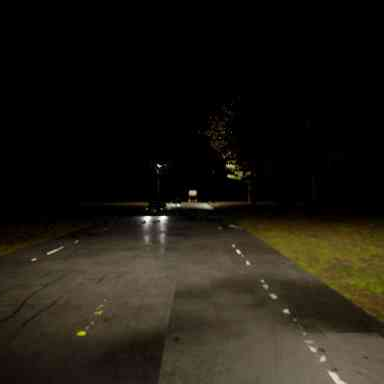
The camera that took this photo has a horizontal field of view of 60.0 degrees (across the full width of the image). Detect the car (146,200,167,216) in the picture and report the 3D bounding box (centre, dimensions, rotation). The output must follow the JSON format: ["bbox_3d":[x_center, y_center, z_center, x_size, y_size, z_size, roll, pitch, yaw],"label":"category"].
[{"bbox_3d":[-3.590,1.601,34.187,1.837,1.490,4.892,0,-1,0],"label":"car"}]

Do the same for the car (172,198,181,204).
[{"bbox_3d":[-3.486,2.002,75.447,2.128,1.511,4.902,0,-1,0],"label":"car"}]
